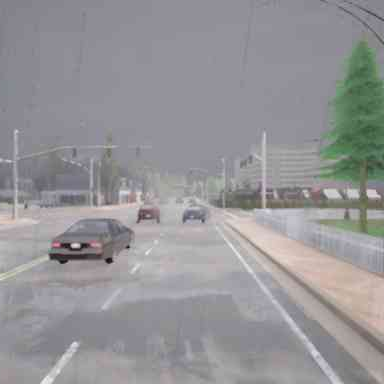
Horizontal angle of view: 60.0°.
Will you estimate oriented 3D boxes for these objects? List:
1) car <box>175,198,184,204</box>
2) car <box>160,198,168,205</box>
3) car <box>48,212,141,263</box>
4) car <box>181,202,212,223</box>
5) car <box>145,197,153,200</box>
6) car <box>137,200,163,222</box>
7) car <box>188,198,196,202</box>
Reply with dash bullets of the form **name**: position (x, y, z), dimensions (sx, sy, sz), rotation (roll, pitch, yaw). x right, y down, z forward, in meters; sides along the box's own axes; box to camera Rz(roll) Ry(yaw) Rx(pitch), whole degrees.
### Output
- **car**: position (-3.501, 2.472, 87.951), dimensions (2.033, 1.411, 5.357), rotation (0, -1, 0)
- **car**: position (-7.000, 2.219, 80.714), dimensions (2.097, 1.767, 4.553), rotation (0, -1, 0)
- **car**: position (-3.489, 1.683, 12.502), dimensions (2.033, 1.411, 5.357), rotation (0, -1, 0)
- **car**: position (0.481, 1.835, 28.818), dimensions (1.812, 1.442, 4.674), rotation (0, 0, 12)
- **car**: position (-10.500, 2.219, 80.713), dimensions (2.097, 1.767, 4.553), rotation (0, -1, 0)
- **car**: position (-3.819, 1.791, 29.196), dimensions (1.882, 1.535, 5.008), rotation (0, 0, -7)
- **car**: position (-0.001, 2.458, 87.951), dimensions (2.128, 1.511, 4.902), rotation (0, -1, 0)
